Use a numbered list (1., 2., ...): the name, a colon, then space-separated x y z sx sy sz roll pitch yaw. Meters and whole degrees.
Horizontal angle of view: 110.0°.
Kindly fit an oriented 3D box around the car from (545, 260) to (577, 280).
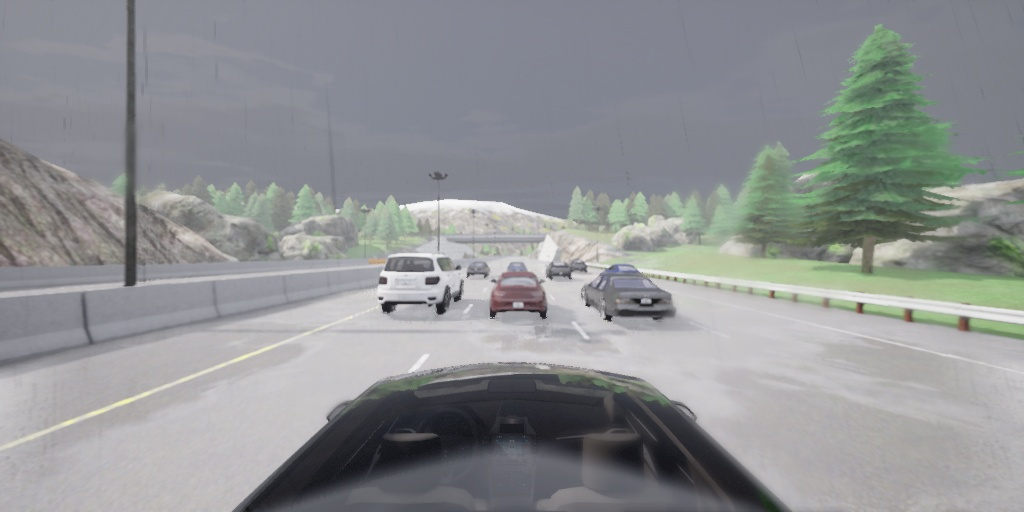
1. car: 3.913 1.184 30.761 2.128 1.511 4.902 0 0 1

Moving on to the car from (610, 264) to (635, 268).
1. car: 7.338 1.245 24.100 1.812 1.442 4.674 0 0 1

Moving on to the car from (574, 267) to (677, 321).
1. car: 3.706 1.283 12.348 2.033 1.411 5.357 0 0 1

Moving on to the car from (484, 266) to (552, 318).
1. car: 0.209 1.250 12.707 1.812 1.442 4.674 0 0 1

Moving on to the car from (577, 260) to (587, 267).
1. car: 7.539 1.168 42.029 2.128 1.511 4.902 0 0 1

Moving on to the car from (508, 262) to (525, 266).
1. car: 0.423 1.226 31.635 2.033 1.411 5.357 0 0 1

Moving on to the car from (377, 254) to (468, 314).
1. car: -3.277 0.931 13.809 2.150 2.045 5.566 0 0 1

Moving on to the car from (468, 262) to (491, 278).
1. car: -3.061 1.211 33.168 2.033 1.411 5.357 0 0 1
